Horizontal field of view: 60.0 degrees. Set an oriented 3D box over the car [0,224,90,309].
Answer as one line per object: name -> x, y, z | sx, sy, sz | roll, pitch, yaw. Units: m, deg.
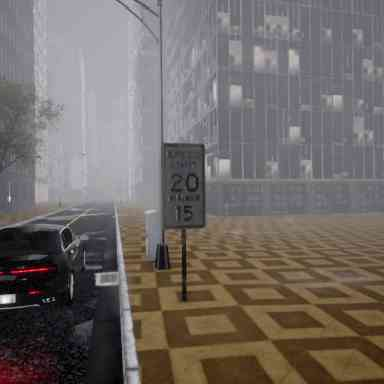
car -> -3.608, 1.509, 7.811 | 1.837, 1.490, 4.892 | -1, 0, -13
